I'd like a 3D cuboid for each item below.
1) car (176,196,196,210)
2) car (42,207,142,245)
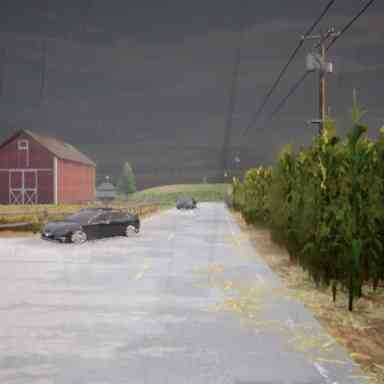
[{"bbox_3d":[-0.711,1.326,41.682,2.097,1.767,4.553,0,0,7],"label":"car"},{"bbox_3d":[-4.544,1.536,15.758,1.837,1.490,4.892,6,3,37],"label":"car"}]
